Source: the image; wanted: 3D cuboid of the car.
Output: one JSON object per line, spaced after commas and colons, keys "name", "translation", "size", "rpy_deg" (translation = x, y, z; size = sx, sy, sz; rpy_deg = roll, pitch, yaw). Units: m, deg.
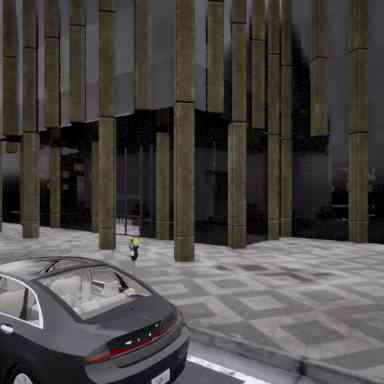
{"name": "car", "translation": [-2.075, 1.551, 4.429], "size": [4.403, 1.369, 2.008], "rpy_deg": [0, 0, 35]}
